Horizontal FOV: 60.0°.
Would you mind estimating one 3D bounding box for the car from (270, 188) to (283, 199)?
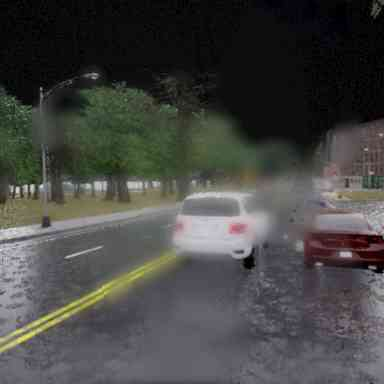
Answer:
[{"bbox_3d":[14.451,0.517,58.548,1.895,1.301,4.718,0,1,20],"label":"car"}]

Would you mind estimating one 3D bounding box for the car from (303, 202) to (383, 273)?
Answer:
[{"bbox_3d":[4.471,1.284,10.180,1.882,1.535,5.008,0,1,20],"label":"car"}]

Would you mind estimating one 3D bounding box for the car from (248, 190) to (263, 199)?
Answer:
[{"bbox_3d":[11.377,0.405,59.618,1.882,1.535,5.008,0,1,20],"label":"car"}]

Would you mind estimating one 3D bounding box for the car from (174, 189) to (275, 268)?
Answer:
[{"bbox_3d":[1.260,1.045,10.901,2.150,2.045,5.566,0,1,19],"label":"car"}]

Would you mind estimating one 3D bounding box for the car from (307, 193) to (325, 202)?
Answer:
[{"bbox_3d":[14.221,0.833,38.222,2.033,1.411,5.357,0,1,19],"label":"car"}]

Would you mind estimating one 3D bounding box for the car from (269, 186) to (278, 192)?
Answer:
[{"bbox_3d":[21.878,-0.722,89.303,1.812,1.442,4.674,0,2,19],"label":"car"}]

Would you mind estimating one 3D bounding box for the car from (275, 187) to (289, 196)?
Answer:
[{"bbox_3d":[19.739,0.104,73.443,1.895,1.301,4.718,0,1,19],"label":"car"}]
